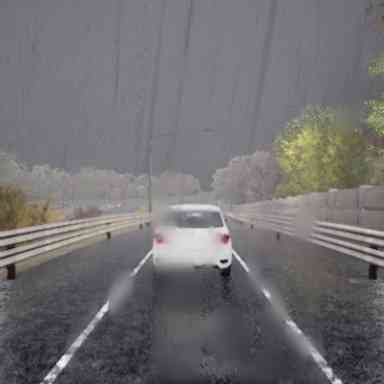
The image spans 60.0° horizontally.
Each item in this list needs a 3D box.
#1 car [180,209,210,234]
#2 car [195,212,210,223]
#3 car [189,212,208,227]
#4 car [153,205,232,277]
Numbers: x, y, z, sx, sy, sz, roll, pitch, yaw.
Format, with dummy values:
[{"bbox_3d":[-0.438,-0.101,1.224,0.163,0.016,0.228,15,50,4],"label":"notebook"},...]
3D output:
[{"bbox_3d":[0.298,2.202,25.902,2.097,1.767,4.553,0,-3,2],"label":"car"},{"bbox_3d":[1.522,3.587,47.286,2.033,1.411,5.357,0,-3,3],"label":"car"},{"bbox_3d":[0.771,2.839,35.119,1.882,1.535,5.008,0,-3,3],"label":"car"},{"bbox_3d":[0.020,1.434,11.002,2.150,2.045,5.566,0,-2,0],"label":"car"}]
